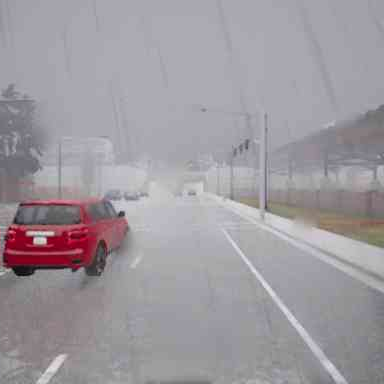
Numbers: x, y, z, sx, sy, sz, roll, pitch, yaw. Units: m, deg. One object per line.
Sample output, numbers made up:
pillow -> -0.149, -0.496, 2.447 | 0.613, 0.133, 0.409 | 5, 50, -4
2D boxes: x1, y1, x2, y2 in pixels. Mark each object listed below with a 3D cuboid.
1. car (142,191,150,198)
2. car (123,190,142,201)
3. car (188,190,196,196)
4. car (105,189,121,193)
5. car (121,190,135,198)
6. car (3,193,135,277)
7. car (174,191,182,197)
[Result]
car -> -10.503, 0.574, 73.250 | 1.994, 1.385, 4.181 | 0, 1, 0
car -> -10.535, 0.832, 58.569 | 1.882, 1.535, 5.008 | 0, 1, 0
car -> -0.004, 0.205, 83.946 | 2.097, 1.767, 4.553 | 0, 1, 0
car -> -14.025, 0.570, 58.784 | 2.150, 2.045, 5.566 | 0, 1, 0
car -> -14.003, 0.404, 72.820 | 2.097, 1.767, 4.553 | 0, 1, 0
car -> -3.426, 1.184, 10.222 | 2.150, 2.045, 5.566 | 0, 0, 0
car -> -3.504, 0.374, 83.979 | 2.128, 1.511, 4.902 | 0, 1, 0
